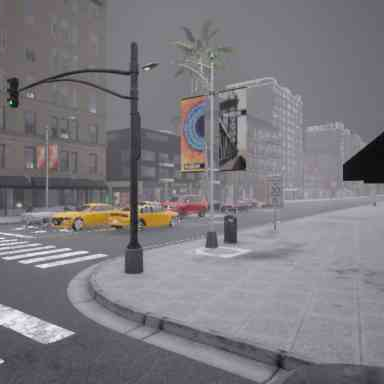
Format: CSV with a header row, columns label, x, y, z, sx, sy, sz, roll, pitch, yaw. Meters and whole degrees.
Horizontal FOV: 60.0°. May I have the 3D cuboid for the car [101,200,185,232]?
label,x,y,z,sx,sy,sz,roll,pitch,yaw
car,-2.834,1.503,20.505,1.882,1.535,5.008,0,0,35

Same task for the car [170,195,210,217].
label,x,y,z,sx,sy,sz,roll,pitch,yaw
car,-0.754,1.257,29.442,2.150,2.045,5.566,0,0,35

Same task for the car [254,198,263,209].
label,x,y,z,sx,sy,sz,roll,pitch,yaw
car,7.803,1.578,47.106,1.837,1.490,4.892,0,0,37

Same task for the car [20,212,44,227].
label,x,y,z,sx,sy,sz,roll,pitch,yaw
car,-9.240,1.615,23.047,1.895,1.301,4.718,0,0,35

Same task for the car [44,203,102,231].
label,x,y,z,sx,sy,sz,roll,pitch,yaw
car,-6.476,1.497,21.308,1.882,1.535,5.008,0,0,35

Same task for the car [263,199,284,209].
label,x,y,z,sx,sy,sz,roll,pitch,yaw
car,11.333,1.583,46.495,1.837,1.490,4.892,0,1,36

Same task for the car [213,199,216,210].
label,x,y,z,sx,sy,sz,roll,pitch,yaw
car,1.759,1.527,38.644,1.882,1.535,5.008,0,0,35

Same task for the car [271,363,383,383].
label,x,y,z,sx,sy,sz,roll,pitch,yaw
car,2.226,1.551,1.260,4.403,1.369,2.008,0,0,35

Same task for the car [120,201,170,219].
label,x,y,z,sx,sy,sz,roll,pitch,yaw
car,-4.147,1.555,30.262,1.812,1.442,4.674,0,0,35

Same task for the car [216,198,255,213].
label,x,y,z,sx,sy,sz,roll,pitch,yaw
car,5.009,1.657,37.610,1.895,1.301,4.718,0,0,35
